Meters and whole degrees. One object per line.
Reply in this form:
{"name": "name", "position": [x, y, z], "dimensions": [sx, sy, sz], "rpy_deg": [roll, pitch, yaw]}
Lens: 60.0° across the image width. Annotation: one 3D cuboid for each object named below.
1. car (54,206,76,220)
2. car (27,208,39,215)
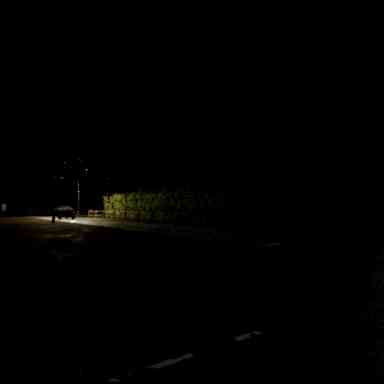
{"name": "car", "position": [-19.156, 3.076, 49.646], "dimensions": [2.150, 2.045, 5.566], "rpy_deg": [2, -3, -35]}
{"name": "car", "position": [-39.979, 4.908, 83.594], "dimensions": [2.097, 1.767, 4.553], "rpy_deg": [2, -4, -35]}
